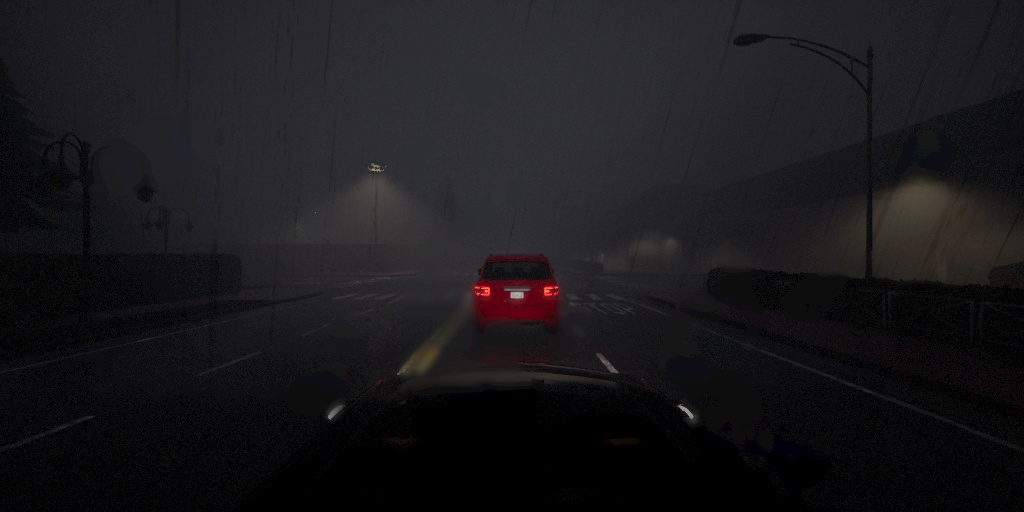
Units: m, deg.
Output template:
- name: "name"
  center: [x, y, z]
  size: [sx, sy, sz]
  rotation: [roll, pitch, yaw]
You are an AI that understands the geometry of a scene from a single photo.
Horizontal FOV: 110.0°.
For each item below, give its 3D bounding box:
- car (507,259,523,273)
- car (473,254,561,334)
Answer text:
- name: "car"
  center: [0.350, 1.228, 45.580]
  size: [1.882, 1.535, 5.008]
  rotation: [0, 0, 1]
- name: "car"
  center: [0.120, 0.971, 10.727]
  size: [2.150, 2.045, 5.566]
  rotation: [0, 0, 0]
